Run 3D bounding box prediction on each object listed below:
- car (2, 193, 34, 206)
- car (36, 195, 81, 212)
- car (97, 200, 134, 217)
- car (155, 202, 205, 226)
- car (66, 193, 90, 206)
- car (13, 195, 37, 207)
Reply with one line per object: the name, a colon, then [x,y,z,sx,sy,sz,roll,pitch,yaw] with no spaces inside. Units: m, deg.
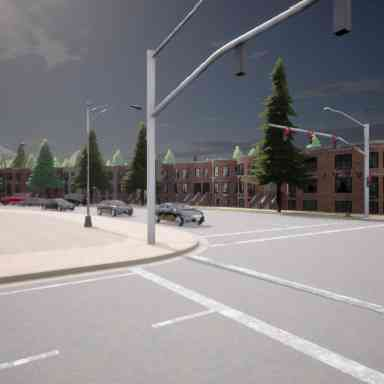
car: [-29.038,1.221,55.918,5.566,2.045,2.150,0,0,10]
car: [-15.816,1.502,39.285,4.892,1.490,1.837,1,0,33]
car: [-7.368,1.505,31.560,1.837,1.490,4.892,0,0,-41]
car: [-1.072,1.492,23.352,2.128,1.511,4.902,0,0,-36]
car: [-18.919,1.221,52.865,5.566,2.045,2.150,0,0,23]
car: [-24.176,1.547,51.132,5.357,1.411,2.033,0,0,17]
